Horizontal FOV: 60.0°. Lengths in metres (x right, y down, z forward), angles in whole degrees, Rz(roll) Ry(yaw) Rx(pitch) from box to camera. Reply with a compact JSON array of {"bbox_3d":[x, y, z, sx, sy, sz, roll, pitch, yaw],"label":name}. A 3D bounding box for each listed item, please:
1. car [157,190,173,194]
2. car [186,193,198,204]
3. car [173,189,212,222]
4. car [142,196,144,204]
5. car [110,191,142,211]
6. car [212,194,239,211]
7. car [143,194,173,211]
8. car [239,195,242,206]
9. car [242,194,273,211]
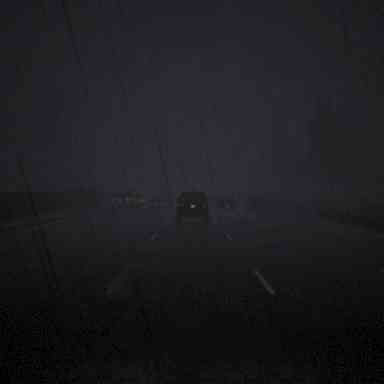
[{"bbox_3d":[-3.603,0.753,45.464,2.150,2.045,5.566,0,1,0],"label":"car"},{"bbox_3d":[-0.022,0.942,51.558,1.882,1.535,5.008,0,1,0],"label":"car"},{"bbox_3d":[0.047,0.975,23.784,2.150,2.045,5.566,0,1,0],"label":"car"},{"bbox_3d":[-7.082,1.127,46.103,1.895,1.301,4.718,0,1,0],"label":"car"},{"bbox_3d":[-6.982,0.863,34.909,2.150,2.045,5.566,0,1,0],"label":"car"},{"bbox_3d":[3.475,1.139,34.969,1.837,1.490,4.892,0,1,0],"label":"car"},{"bbox_3d":[-3.479,1.187,34.863,2.033,1.411,5.357,0,1,0],"label":"car"},{"bbox_3d":[6.902,1.076,44.863,2.033,1.411,5.357,0,1,0],"label":"car"},{"bbox_3d":[6.928,0.985,34.802,2.097,1.767,4.553,0,1,0],"label":"car"}]
